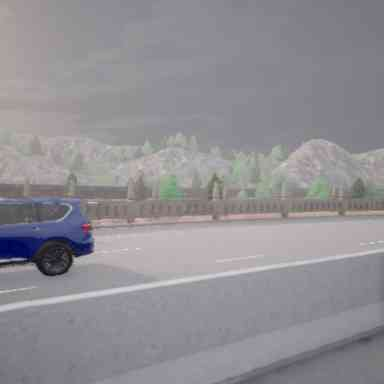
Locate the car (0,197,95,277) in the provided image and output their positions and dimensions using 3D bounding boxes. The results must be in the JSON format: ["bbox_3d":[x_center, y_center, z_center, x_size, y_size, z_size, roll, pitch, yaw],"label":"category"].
[{"bbox_3d":[-5.382,1.177,8.617,5.566,2.045,2.150,0,0,-34],"label":"car"}]
